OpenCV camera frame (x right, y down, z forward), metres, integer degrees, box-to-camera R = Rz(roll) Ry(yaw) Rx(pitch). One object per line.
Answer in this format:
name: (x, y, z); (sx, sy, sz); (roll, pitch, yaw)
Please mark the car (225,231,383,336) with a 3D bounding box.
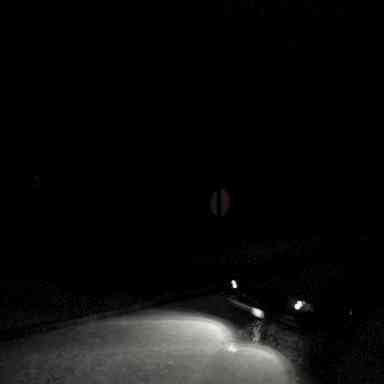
car: (3.222, 1.563, 6.903); (5.357, 1.411, 2.033); (0, 0, -35)
